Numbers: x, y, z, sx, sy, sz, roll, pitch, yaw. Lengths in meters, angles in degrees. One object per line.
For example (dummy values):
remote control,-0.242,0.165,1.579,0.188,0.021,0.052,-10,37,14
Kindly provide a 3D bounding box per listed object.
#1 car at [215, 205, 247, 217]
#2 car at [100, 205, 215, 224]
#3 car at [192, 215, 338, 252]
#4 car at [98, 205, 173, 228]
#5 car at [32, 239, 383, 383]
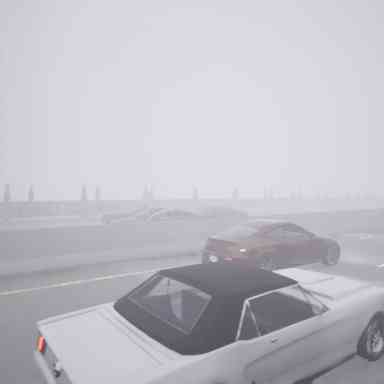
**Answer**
car,1.369,1.548,22.170,5.357,1.411,2.033,0,0,-36
car,-1.594,1.492,15.756,4.902,1.511,2.128,0,0,-36
car,2.415,1.526,9.771,4.674,1.442,1.812,0,0,-36
car,-3.810,1.601,22.775,4.718,1.301,1.895,0,0,-36
car,0.691,1.601,4.241,4.718,1.301,1.895,0,0,-36
